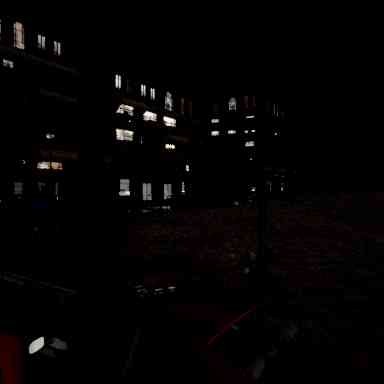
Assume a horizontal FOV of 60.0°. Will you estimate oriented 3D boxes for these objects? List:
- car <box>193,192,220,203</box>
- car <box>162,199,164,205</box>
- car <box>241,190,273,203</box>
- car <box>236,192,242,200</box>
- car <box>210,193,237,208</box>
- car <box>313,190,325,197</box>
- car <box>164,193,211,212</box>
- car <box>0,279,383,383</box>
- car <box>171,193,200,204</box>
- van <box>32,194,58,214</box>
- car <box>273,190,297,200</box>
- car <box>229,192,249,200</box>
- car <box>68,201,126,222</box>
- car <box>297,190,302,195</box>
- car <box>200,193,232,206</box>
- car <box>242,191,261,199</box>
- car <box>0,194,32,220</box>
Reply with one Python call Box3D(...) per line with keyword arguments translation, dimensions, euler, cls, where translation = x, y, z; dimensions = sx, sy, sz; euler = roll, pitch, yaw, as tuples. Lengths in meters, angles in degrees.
Box3D(translation=(2.288, 0.808, 51.384), dimensions=(2.008, 1.369, 4.403), euler=(2, 2, 35), cls="car")
Box3D(translation=(-1.653, 0.992, 41.174), dimensions=(2.033, 1.411, 5.357), euler=(1, 1, 34), cls="car")
Box3D(translation=(9.173, 0.877, 46.608), dimensions=(2.008, 1.369, 4.403), euler=(2, 2, 35), cls="car")
Box3D(translation=(7.777, 0.503, 54.594), dimensions=(1.895, 1.301, 4.718), euler=(1, 1, 35), cls="car")
Box3D(translation=(2.824, 1.051, 37.456), dimensions=(2.008, 1.369, 4.403), euler=(2, 2, 35), cls="car")
Box3D(translation=(28.898, 0.259, 75.639), dimensions=(1.882, 1.535, 5.008), euler=(1, 1, 35), cls="car")
Box3D(translation=(-0.350, 1.132, 32.880), dimensions=(1.887, 1.381, 4.507), euler=(2, 2, 35), cls="car")
Box3D(translation=(-0.313, 1.544, 3.089), dimensions=(4.507, 1.381, 1.887), euler=(0, 0, 36), cls="car")
Box3D(translation=(-0.886, 0.910, 46.809), dimensions=(1.947, 1.339, 4.313), euler=(2, 2, 35), cls="car")
Box3D(translation=(-13.581, 1.035, 28.500), dimensions=(1.690, 1.788, 3.998), euler=(2, 2, 35), cls="van")
Box3D(translation=(15.619, 0.676, 55.899), dimensions=(1.752, 1.417, 4.829), euler=(2, 2, 35), cls="car")
Box3D(translation=(8.636, 0.650, 60.536), dimensions=(1.947, 1.339, 4.313), euler=(2, 2, 35), cls="car")
Box3D(translation=(-6.698, 1.329, 23.730), dimensions=(1.947, 1.339, 4.313), euler=(2, 2, 35), cls="car")
Box3D(translation=(27.682, 0.116, 87.990), dimensions=(1.887, 1.381, 4.507), euler=(2, 2, 35), cls="car")
Box3D(translation=(3.160, 0.888, 42.524), dimensions=(1.882, 1.535, 5.008), euler=(1, 1, 35), cls="car")
Box3D(translation=(11.714, 0.526, 64.971), dimensions=(1.752, 1.417, 4.829), euler=(2, 2, 35), cls="car")
Box3D(translation=(-14.039, 1.144, 23.037), dimensions=(2.097, 1.767, 4.553), euler=(1, 1, 32), cls="car")
